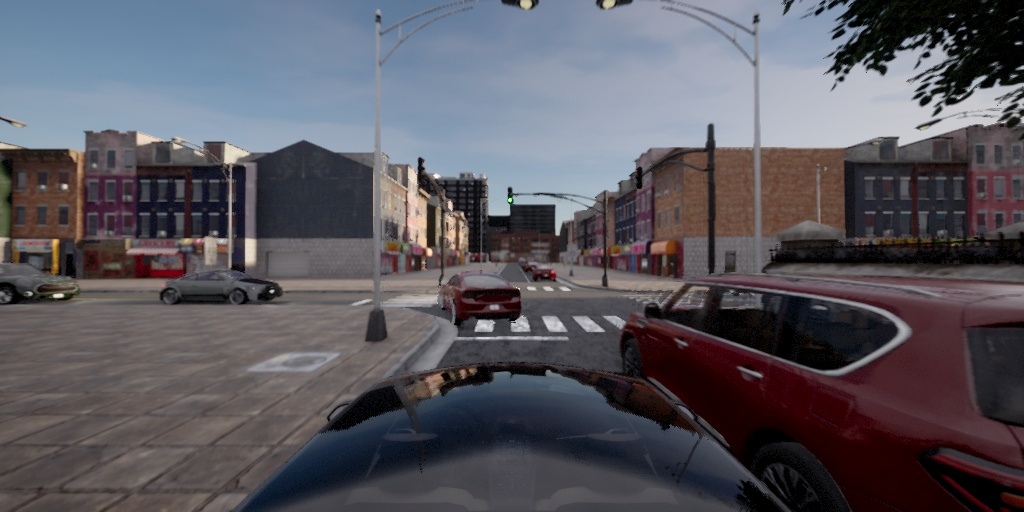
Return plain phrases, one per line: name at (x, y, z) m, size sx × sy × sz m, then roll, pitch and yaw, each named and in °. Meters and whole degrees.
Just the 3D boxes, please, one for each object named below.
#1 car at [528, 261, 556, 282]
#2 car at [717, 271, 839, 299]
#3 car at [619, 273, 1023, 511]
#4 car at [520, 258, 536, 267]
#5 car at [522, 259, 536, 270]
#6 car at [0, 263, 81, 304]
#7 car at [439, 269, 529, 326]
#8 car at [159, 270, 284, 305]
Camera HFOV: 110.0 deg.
car at (2.630, 1.354, 29.948) m, size 1.888 × 1.381 × 4.507 m, roll 0°, pitch 0°, yaw 0°
car at (13.293, 1.420, 18.130) m, size 4.718 × 1.301 × 1.895 m, roll 0°, pitch -1°, yaw 0°
car at (2.638, 1.068, 3.519) m, size 2.192 × 1.841 × 5.009 m, roll 0°, pitch 0°, yaw 0°
car at (2.623, 1.196, 51.696) m, size 2.192 × 1.841 × 5.009 m, roll 0°, pitch 0°, yaw 0°
car at (2.625, 1.406, 46.259) m, size 1.888 × 1.381 × 4.507 m, roll 0°, pitch 0°, yaw 0°
car at (-21.267, 1.077, 15.054) m, size 4.553 × 1.767 × 2.097 m, roll 0°, pitch -1°, yaw 0°
car at (-1.249, 1.240, 12.002) m, size 1.882 × 1.535 × 5.008 m, roll 1°, pitch 0°, yaw -18°
car at (-12.080, 1.301, 15.084) m, size 4.181 × 1.385 × 1.994 m, roll 0°, pitch -1°, yaw 0°
